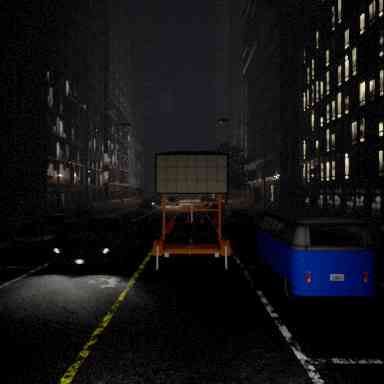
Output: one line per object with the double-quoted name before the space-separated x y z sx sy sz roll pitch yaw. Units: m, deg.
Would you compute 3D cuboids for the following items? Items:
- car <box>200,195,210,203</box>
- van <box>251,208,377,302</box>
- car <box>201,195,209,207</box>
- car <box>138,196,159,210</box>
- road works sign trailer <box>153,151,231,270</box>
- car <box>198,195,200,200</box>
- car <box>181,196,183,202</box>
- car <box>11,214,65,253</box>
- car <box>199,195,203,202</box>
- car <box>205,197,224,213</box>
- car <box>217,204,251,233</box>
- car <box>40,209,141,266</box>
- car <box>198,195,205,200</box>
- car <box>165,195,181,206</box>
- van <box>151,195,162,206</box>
"car" 2.650 1.401 70.620 1.967 1.590 4.097 0 0 0
"van" 2.686 1.341 8.004 1.690 1.788 3.998 0 0 0
"car" 2.663 1.544 47.850 2.008 1.369 4.403 0 0 0
"car" -5.715 1.548 42.157 2.008 1.369 4.403 0 0 0
"road works sign trailer" -0.006 0.464 11.021 2.380 3.560 2.880 0 0 0
"car" 2.654 1.410 64.928 1.967 1.590 4.097 0 0 0
"car" -3.046 1.474 78.236 1.812 1.442 4.674 0 0 0
"car" -5.699 1.581 13.693 1.802 1.307 4.206 0 0 0
"car" 2.660 1.538 53.543 2.008 1.369 4.403 0 0 0
"car" 2.669 1.581 36.466 1.802 1.307 4.206 0 0 0
"car" 2.679 1.581 19.388 1.802 1.307 4.206 0 0 0
"car" -3.108 1.547 11.860 2.033 1.411 5.357 0 0 0
"car" 2.638 1.462 93.390 1.887 1.381 4.507 0 0 0
"car" -3.124 1.494 53.497 1.837 1.490 4.892 0 0 0
"van" -5.721 1.328 53.542 1.690 1.788 3.998 0 0 0
